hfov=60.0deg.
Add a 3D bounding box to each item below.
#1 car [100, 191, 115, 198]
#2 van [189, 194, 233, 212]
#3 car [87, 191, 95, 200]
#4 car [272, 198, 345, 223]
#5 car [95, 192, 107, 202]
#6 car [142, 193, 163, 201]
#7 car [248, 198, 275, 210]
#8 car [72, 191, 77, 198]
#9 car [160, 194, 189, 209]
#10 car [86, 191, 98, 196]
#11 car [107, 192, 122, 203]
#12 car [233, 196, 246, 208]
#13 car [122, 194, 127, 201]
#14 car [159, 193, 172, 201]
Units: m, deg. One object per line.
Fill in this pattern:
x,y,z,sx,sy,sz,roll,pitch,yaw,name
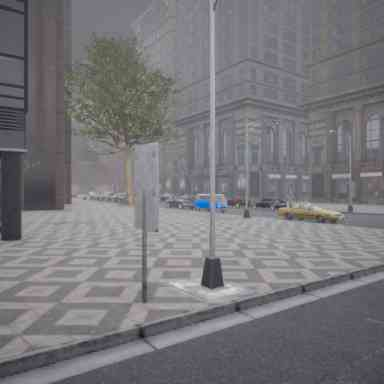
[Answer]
-20.169,0.588,79.485,1.887,1.381,4.507,1,0,-35,car
1.852,1.091,33.175,1.690,1.788,3.998,1,0,-35,van
-17.483,0.831,60.788,2.008,1.369,4.403,1,0,-35,car
8.393,1.398,23.829,1.752,1.417,4.829,1,0,-35,car
-14.261,0.911,56.187,2.008,1.369,4.403,1,0,-35,car
-7.282,0.911,61.082,2.008,1.369,4.403,1,0,-35,car
8.828,1.315,38.073,1.947,1.339,4.313,1,0,-35,car
-27.147,0.484,74.592,1.967,1.590,4.097,1,0,-35,car
-1.372,1.231,37.778,2.008,1.369,4.403,1,0,-35,car
-26.613,0.472,88.687,1.802,1.307,4.206,1,0,-35,car
-11.039,0.992,51.586,2.008,1.369,4.403,1,0,-35,car
5.608,1.224,42.674,1.887,1.381,4.507,1,0,-35,car
-7.720,1.051,46.845,1.752,1.417,4.829,1,0,-35,car
-4.058,0.881,56.481,1.967,1.590,4.097,1,0,-35,car
